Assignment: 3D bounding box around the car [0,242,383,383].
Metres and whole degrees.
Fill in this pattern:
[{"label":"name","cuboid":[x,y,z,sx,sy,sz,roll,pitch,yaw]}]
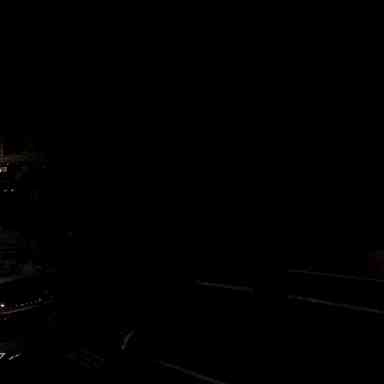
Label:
[{"label":"car","cuboid":[0.843,1.313,2.290,5.009,1.841,2.192,0,0,35]}]
